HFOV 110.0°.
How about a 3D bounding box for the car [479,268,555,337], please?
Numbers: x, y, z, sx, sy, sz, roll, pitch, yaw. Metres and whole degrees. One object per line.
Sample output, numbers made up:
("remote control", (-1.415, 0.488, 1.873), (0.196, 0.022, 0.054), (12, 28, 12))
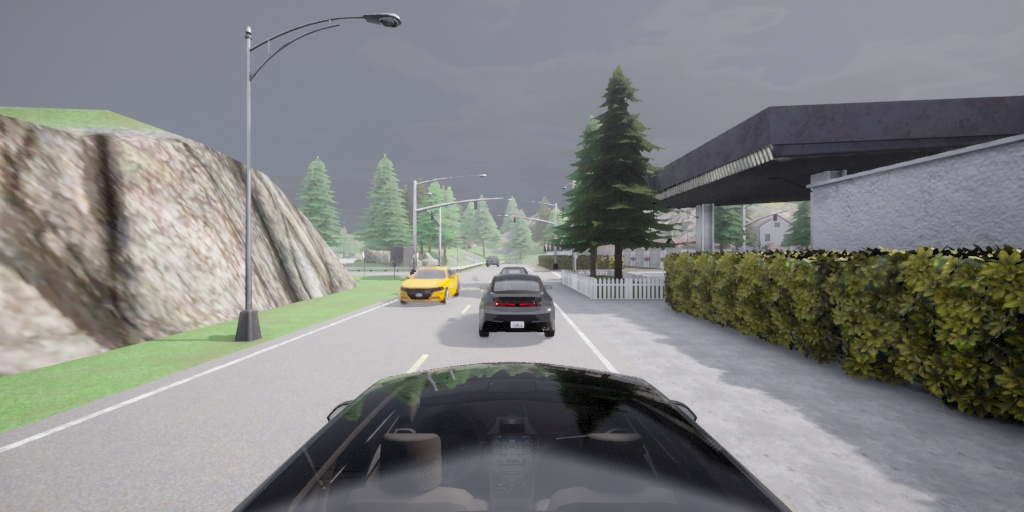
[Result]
("car", (0.120, 1.255, 10.254), (1.837, 1.490, 4.892), (0, 0, 0))

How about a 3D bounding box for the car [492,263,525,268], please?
("car", (0.115, 1.297, 19.993), (2.033, 1.411, 5.357), (0, 0, 2))

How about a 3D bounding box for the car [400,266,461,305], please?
("car", (-3.540, 1.227, 16.218), (1.882, 1.535, 5.008), (0, 0, 0))

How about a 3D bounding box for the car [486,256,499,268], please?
("car", (-3.426, 0.972, 63.559), (2.150, 2.045, 5.566), (0, 0, 1))
